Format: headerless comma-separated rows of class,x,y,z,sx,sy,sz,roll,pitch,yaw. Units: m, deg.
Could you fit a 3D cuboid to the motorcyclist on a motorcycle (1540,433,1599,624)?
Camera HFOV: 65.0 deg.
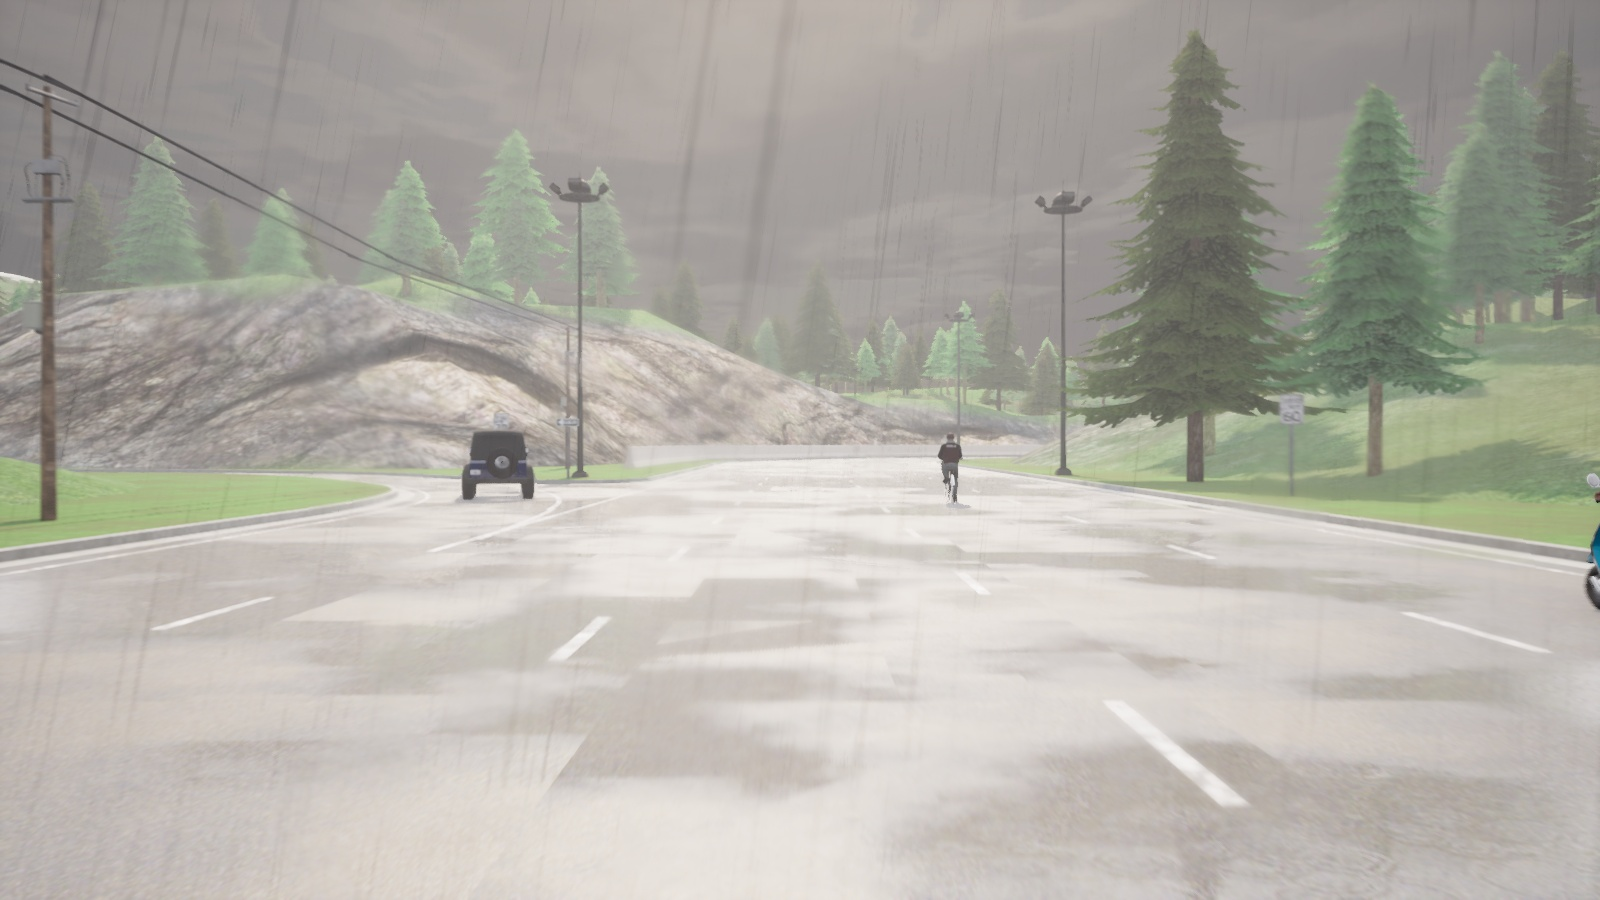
motorcyclist on a motorcycle,7.075,0.653,10.363,0.866,1.590,1.817,0,0,0

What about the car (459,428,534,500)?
car,-8.387,0.361,34.778,1.905,1.878,3.866,0,0,-13

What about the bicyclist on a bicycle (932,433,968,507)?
bicyclist on a bicycle,3.693,0.464,30.993,0.659,1.776,1.843,0,0,0
